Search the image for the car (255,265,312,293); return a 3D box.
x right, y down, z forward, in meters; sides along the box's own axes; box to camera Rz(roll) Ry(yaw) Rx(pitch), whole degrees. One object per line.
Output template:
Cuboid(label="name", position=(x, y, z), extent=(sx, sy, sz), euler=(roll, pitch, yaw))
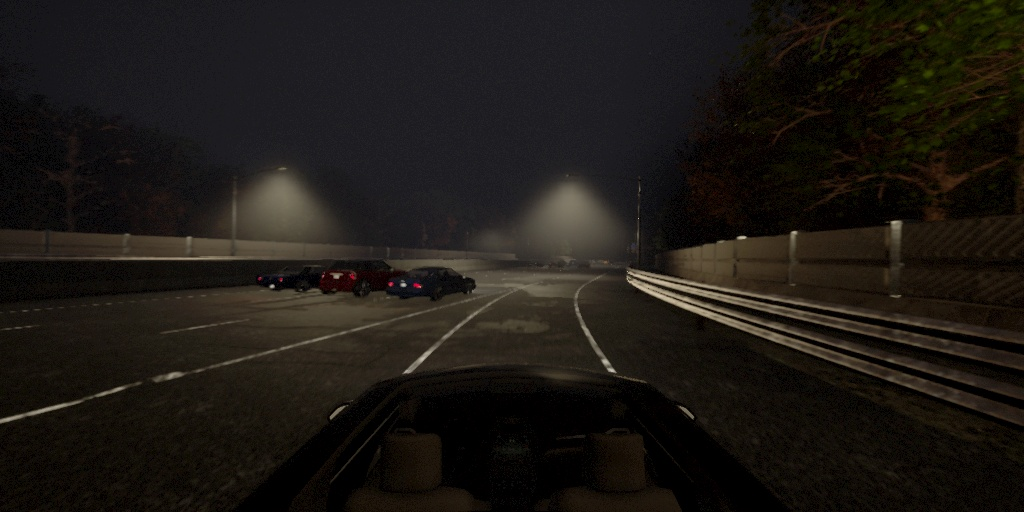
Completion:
Cuboid(label="car", position=(-10.236, 1.119, 18.434), extent=(1.895, 1.301, 4.718), euler=(1, 0, 18))

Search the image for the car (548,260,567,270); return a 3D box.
Cuboid(label="car", position=(7.409, 1.528, 60.277), extent=(2.128, 1.511, 4.902), euler=(1, 0, 18))

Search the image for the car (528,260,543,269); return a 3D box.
Cuboid(label="car", position=(4.058, 1.461, 61.302), extent=(2.128, 1.511, 4.902), euler=(1, 0, 18))

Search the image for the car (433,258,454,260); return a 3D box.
Cuboid(label="car", position=(-10.581, 1.171, 50.734), extent=(2.033, 1.411, 5.357), euler=(1, 0, 19))

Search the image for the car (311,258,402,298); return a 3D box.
Cuboid(label="car", position=(-6.880, 0.942, 17.409), extent=(2.097, 1.767, 4.553), euler=(1, 0, 18))

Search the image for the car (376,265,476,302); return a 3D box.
Cuboid(label="car", position=(-3.490, 1.212, 16.463), extent=(2.033, 1.411, 5.357), euler=(1, 0, 18))
